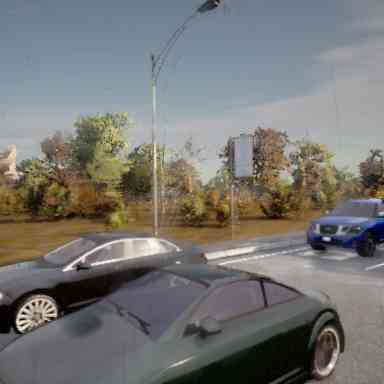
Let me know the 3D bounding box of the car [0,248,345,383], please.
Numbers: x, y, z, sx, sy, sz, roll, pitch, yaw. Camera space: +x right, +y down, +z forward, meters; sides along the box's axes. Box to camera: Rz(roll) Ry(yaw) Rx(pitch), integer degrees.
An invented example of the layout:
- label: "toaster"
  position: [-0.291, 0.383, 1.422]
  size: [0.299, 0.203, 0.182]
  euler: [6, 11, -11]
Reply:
- label: "car"
  position: [-0.029, 1.633, 3.969]
  size: [4.181, 1.385, 1.994]
  euler: [0, -1, -37]

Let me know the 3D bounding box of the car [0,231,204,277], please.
- label: "car"
  position: [-1.858, 1.636, 6.975]
  size: [4.902, 1.511, 2.128]
  euler: [0, -1, -37]

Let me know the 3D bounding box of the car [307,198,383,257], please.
- label: "car"
  position: [7.076, 1.319, 13.733]
  size: [5.566, 2.045, 2.150]
  euler: [-1, -1, -37]
